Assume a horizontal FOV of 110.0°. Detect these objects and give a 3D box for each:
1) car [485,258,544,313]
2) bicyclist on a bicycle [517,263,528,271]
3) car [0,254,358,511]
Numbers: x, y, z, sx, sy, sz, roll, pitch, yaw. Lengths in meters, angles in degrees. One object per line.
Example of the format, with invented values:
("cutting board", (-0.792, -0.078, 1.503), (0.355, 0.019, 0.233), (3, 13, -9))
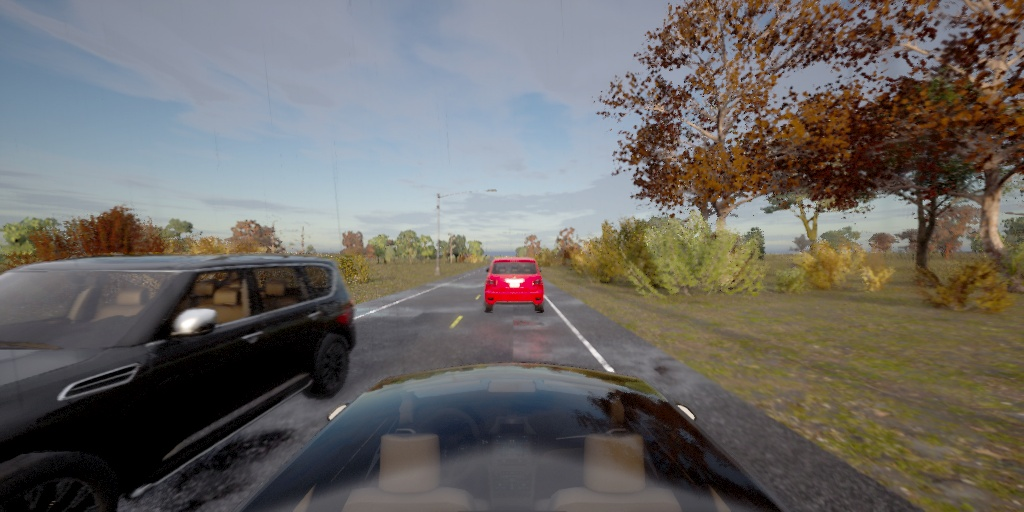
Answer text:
("car", (0.081, 1.085, 14.851), (2.150, 2.045, 5.566), (0, 0, 0))
("bicyclist on a bicycle", (0.912, 1.333, 26.597), (0.659, 1.776, 1.843), (0, 0, 0))
("car", (-3.602, 0.989, 3.653), (2.150, 2.045, 5.566), (0, -1, 0))
